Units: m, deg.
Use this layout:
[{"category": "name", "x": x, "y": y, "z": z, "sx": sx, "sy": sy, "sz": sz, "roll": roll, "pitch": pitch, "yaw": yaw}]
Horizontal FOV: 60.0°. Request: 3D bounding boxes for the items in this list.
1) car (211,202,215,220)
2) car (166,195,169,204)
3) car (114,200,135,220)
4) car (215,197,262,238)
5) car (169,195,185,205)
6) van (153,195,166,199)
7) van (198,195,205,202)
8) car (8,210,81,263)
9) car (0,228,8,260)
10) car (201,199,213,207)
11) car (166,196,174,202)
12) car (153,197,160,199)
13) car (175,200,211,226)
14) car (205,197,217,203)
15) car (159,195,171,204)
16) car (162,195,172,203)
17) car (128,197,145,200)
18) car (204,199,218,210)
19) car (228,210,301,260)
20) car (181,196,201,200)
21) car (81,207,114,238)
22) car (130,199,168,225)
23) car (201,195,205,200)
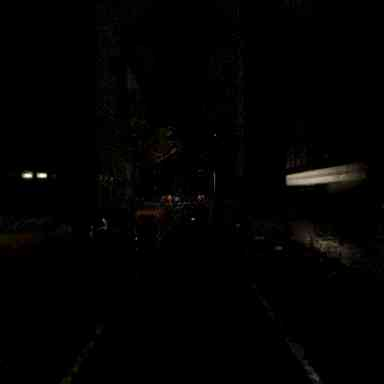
[{"category": "car", "x": 2.638, "y": 1.652, "z": 23.680, "sx": 1.947, "sy": 1.339, "sz": 4.313, "roll": 0, "pitch": 0, "yaw": 0}, {"category": "car", "x": -5.941, "y": 1.719, "z": 63.153, "sx": 1.967, "sy": 1.590, "sz": 4.097, "roll": 0, "pitch": 0, "yaw": 0}, {"category": "car", "x": -5.895, "y": 1.655, "z": 29.316, "sx": 1.887, "sy": 1.381, "sz": 4.507, "roll": 0, "pitch": 0, "yaw": 0}, {"category": "car", "x": 2.646, "y": 1.379, "z": 18.043, "sx": 2.192, "sy": 1.841, "sz": 5.009, "roll": 0, "pitch": 0, "yaw": 0}, {"category": "car", "x": -3.102, "y": 1.788, "z": 65.890, "sx": 2.128, "sy": 1.511, "sz": 4.902, "roll": 0, "pitch": 0, "yaw": 0}, {"category": "van", "x": -5.934, "y": 1.586, "z": 57.514, "sx": 1.690, "sy": 1.788, "sz": 3.998, "roll": 0, "pitch": 0, "yaw": 0}, {"category": "van", "x": 2.546, "y": 1.801, "z": 91.347, "sx": 1.690, "sy": 1.788, "sz": 3.998, "roll": 0, "pitch": 0, "yaw": 0}, {"category": "car", "x": -5.872, "y": 1.568, "z": 12.227, "sx": 1.752, "sy": 1.417, "sz": 4.829, "roll": 0, "pitch": 0, "yaw": 0}, {"category": "car", "x": -5.865, "y": 1.605, "z": 6.758, "sx": 1.802, "sy": 1.307, "sz": 4.206, "roll": 0, "pitch": 0, "yaw": 0}, {"category": "car", "x": 2.592, "y": 1.826, "z": 57.512, "sx": 1.802, "sy": 1.307, "sz": 4.206, "roll": 0, "pitch": 0, "yaw": 0}, {"category": "car", "x": -5.979, "y": 1.900, "z": 91.351, "sx": 1.967, "sy": 1.590, "sz": 4.097, "roll": 0, "pitch": 0, "yaw": 0}, {"category": "car", "x": -5.917, "y": 1.763, "z": 46.234, "sx": 1.802, "sy": 1.307, "sz": 4.206, "roll": 0, "pitch": 0, "yaw": 0}, {"category": "car", "x": 0.068, "y": 1.583, "z": 24.416, "sx": 2.128, "sy": 1.511, "sz": 4.902, "roll": 0, "pitch": 0, "yaw": 0}, {"category": "car", "x": 2.631, "y": 1.424, "z": 29.320, "sx": 2.192, "sy": 1.841, "sz": 5.009, "roll": 0, "pitch": 0, "yaw": 0}, {"category": "car", "x": -5.956, "y": 1.664, "z": 74.433, "sx": 2.192, "sy": 1.841, "sz": 5.009, "roll": 0, "pitch": 0, "yaw": 0}, {"category": "car", "x": -5.963, "y": 1.699, "z": 80.072, "sx": 2.192, "sy": 1.841, "sz": 5.009, "roll": 0, "pitch": 0, "yaw": 0}, {"category": "car", "x": -5.902, "y": 1.448, "z": 34.957, "sx": 2.192, "sy": 1.841, "sz": 5.009, "roll": 0, "pitch": 0, "yaw": 0}, {"category": "car", "x": 2.608, "y": 1.706, "z": 46.405, "sx": 1.752, "sy": 1.417, "sz": 4.829, "roll": 0, "pitch": 0, "yaw": 0}, {"category": "car", "x": 2.653, "y": 1.587, "z": 12.403, "sx": 1.887, "sy": 1.381, "sz": 4.507, "roll": 0, "pitch": 0, "yaw": 0}, {"category": "car", "x": 0.042, "y": 1.664, "z": 44.685, "sx": 2.128, "sy": 1.511, "sz": 4.902, "roll": 0, "pitch": 0, "yaw": 0}, {"category": "car", "x": -5.880, "y": 1.630, "z": 18.038, "sx": 1.947, "sy": 1.339, "sz": 4.313, "roll": 0, "pitch": 0, "yaw": 0}, {"category": "car", "x": -3.133, "y": 1.571, "z": 25.411, "sx": 1.882, "sy": 1.535, "sz": 5.008, "roll": 0, "pitch": 0, "yaw": 0}, {"category": "car", "x": 2.616, "y": 1.470, "z": 40.599, "sx": 2.192, "sy": 1.841, "sz": 5.009, "roll": 0, "pitch": 0, "yaw": 0}]
